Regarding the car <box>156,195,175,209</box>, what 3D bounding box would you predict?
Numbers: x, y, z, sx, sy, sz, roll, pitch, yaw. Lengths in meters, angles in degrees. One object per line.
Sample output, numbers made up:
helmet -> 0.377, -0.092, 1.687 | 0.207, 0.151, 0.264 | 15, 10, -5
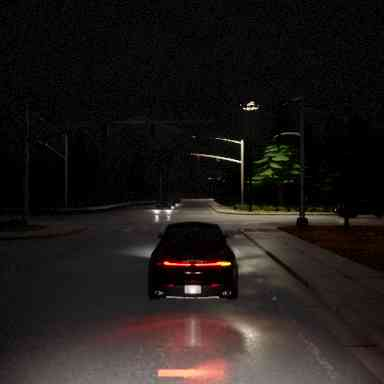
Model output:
car -> -3.683, 1.505, 44.355 | 1.837, 1.490, 4.892 | 0, 0, 0

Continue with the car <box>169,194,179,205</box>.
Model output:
car -> -3.686, 1.547, 54.802 | 2.033, 1.411, 5.357 | 0, 0, 0

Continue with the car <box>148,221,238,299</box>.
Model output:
car -> 0.031, 1.501, 8.416 | 1.837, 1.490, 4.892 | 0, 0, 0

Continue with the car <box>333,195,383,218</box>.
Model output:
car -> 15.542, 1.248, 29.565 | 5.566, 2.045, 2.150 | 0, 0, 1

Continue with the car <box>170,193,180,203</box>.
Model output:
car -> -3.560, 1.219, 65.431 | 2.150, 2.045, 5.566 | 0, 0, 1
